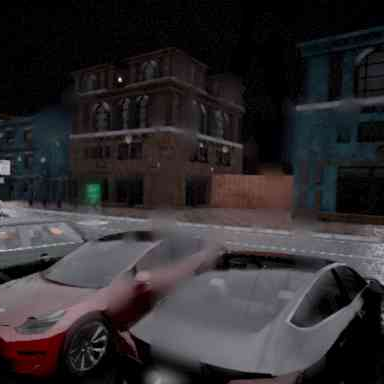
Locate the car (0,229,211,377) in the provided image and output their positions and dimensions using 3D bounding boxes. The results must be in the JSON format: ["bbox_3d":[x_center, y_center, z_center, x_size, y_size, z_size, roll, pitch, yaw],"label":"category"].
[{"bbox_3d":[-1.099,1.502,5.894,2.163,1.488,4.792,0,0,35],"label":"car"}]

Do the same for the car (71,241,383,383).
[{"bbox_3d":[1.204,1.509,4.323,2.163,1.488,4.792,0,0,35],"label":"car"}]

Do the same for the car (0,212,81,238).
[{"bbox_3d":[-3.369,1.331,7.511,2.185,1.767,4.553,1,0,35],"label":"car"}]
